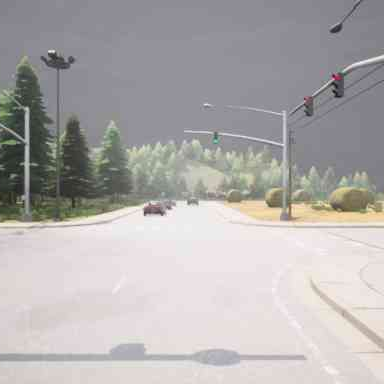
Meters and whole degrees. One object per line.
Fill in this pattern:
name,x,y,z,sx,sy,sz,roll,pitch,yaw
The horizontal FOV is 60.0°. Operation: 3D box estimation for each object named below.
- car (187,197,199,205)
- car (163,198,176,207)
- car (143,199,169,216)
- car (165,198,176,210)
car,0.135,1.533,57.491,1.812,1.442,4.674,0,0,0
car,-3.547,1.608,53.247,1.895,1.301,4.718,0,0,0
car,-3.573,1.605,32.429,1.895,1.301,4.718,0,0,0
car,-3.562,1.553,43.102,2.033,1.411,5.357,0,0,0
